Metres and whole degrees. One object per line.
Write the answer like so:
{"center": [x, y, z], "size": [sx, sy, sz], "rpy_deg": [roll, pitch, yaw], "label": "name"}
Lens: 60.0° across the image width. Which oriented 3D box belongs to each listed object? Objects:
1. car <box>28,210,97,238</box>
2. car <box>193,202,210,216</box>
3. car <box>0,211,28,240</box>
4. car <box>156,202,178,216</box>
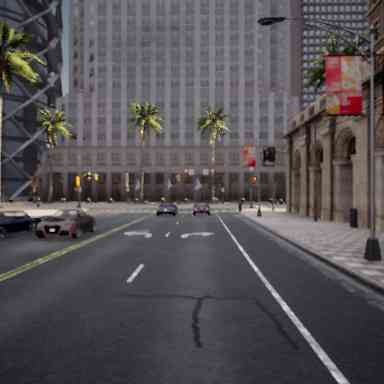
{"center": [-6.678, 1.665, 18.040], "size": [1.994, 1.385, 4.181], "rpy_deg": [0, 0, 2], "label": "car"}
{"center": [1.033, 1.753, 35.703], "size": [2.033, 1.411, 5.357], "rpy_deg": [0, 0, 2], "label": "car"}
{"center": [-10.185, 1.701, 17.931], "size": [1.895, 1.301, 4.718], "rpy_deg": [0, 0, 2], "label": "car"}
{"center": [-2.536, 1.762, 34.659], "size": [1.994, 1.385, 4.181], "rpy_deg": [0, 0, 2], "label": "car"}
